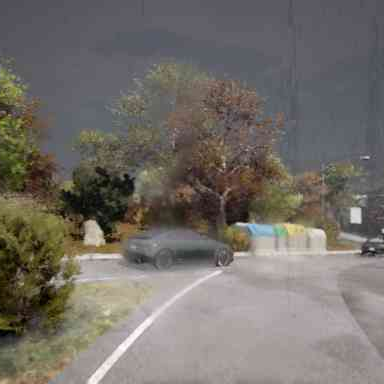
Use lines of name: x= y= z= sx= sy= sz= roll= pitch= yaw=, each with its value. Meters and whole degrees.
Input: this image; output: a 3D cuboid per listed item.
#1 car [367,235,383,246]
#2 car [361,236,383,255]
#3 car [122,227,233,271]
car: x=31.041 y=8.038 z=55.572 sx=2.033 sy=1.411 sz=5.357 roll=0 pitch=-5 yaw=16
car: x=14.869 y=4.332 z=26.404 sx=1.812 sy=1.442 sz=4.674 roll=-1 pitch=-8 yaw=41
car: x=-0.397 y=1.984 z=12.138 sx=4.181 sy=1.385 sz=1.994 roll=8 pitch=-7 yaw=-40
